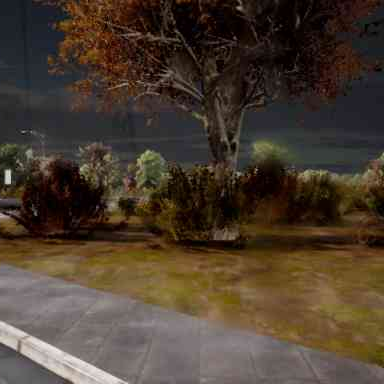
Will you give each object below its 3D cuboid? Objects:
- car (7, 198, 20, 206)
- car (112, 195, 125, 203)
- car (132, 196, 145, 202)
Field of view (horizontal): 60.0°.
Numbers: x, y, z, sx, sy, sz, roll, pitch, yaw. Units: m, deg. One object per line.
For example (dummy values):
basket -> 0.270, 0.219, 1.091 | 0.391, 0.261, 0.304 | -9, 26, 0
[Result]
car -> -21.274, 1.389, 37.870 | 2.033, 1.411, 5.357 | 0, 0, 33
car -> -12.217, 1.298, 57.873 | 1.882, 1.535, 5.008 | 0, 0, 34
car -> -8.724, 1.401, 56.801 | 1.994, 1.385, 4.181 | 0, 0, 34
